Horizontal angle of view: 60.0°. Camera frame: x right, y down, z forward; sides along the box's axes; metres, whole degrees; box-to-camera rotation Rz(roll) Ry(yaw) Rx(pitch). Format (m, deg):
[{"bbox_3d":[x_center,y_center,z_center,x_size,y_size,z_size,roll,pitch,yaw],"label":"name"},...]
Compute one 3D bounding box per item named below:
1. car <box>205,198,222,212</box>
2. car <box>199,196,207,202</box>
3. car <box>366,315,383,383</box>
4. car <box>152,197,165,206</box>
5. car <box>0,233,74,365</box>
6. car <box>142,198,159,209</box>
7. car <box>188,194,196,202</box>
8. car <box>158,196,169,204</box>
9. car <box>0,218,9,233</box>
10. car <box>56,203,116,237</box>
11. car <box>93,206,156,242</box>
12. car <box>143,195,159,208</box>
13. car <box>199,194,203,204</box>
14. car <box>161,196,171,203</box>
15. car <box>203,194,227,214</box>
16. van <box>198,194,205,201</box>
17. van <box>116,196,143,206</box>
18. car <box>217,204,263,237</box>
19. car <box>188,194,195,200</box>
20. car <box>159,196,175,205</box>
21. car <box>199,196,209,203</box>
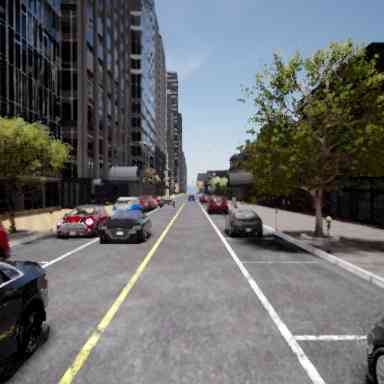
[{"bbox_3d":[2.642,1.555,40.977,1.752,1.417,4.829,-1,0,0],"label":"car"},{"bbox_3d":[2.607,1.640,79.548,1.802,1.307,4.206,-1,0,0],"label":"car"},{"bbox_3d":[2.808,1.550,2.065,2.008,1.369,4.403,-1,0,0],"label":"car"},{"bbox_3d":[-5.753,1.594,57.413,1.887,1.381,4.507,-1,0,0],"label":"car"},{"bbox_3d":[-3.102,1.497,3.194,2.128,1.511,4.902,0,0,0],"label":"car"},{"bbox_3d":[-5.743,1.566,46.174,1.752,1.417,4.829,-1,0,0],"label":"car"},{"bbox_3d":[-0.073,1.524,80.796,1.882,1.535,5.008,0,0,0],"label":"car"},{"bbox_3d":[-5.764,1.583,68.313,1.752,1.417,4.829,-1,0,0],"label":"car"},{"bbox_3d":[-5.812,1.326,6.873,2.192,1.841,5.009,-1,0,0],"label":"car"},{"bbox_3d":[-5.730,1.460,17.942,1.967,1.590,4.097,-1,0,0],"label":"car"},{"bbox_3d":[-3.098,1.580,16.229,1.994,1.385,4.181,0,0,0],"label":"car"},{"bbox_3d":[-5.741,1.352,40.809,2.192,1.841,5.009,-1,0,0],"label":"car"},{"bbox_3d":[2.618,1.361,62.945,2.192,1.841,5.009,-1,0,0],"label":"car"},{"bbox_3d":[-5.769,1.587,73.848,1.752,1.417,4.829,-1,0,0],"label":"car"},{"bbox_3d":[2.644,1.340,35.272,2.192,1.841,5.009,-1,0,0],"label":"car"},{"bbox_3d":[2.593,1.407,90.617,1.690,1.788,3.998,-1,0,0],"label":"van"},{"bbox_3d":[-5.731,1.370,29.740,1.690,1.788,3.998,-1,0,0],"label":"van"},{"bbox_3d":[2.675,1.563,17.933,2.008,1.369,4.403,-1,0,0],"label":"car"},{"bbox_3d":[-0.083,1.375,91.081,1.882,1.535,5.008,0,0,0],"label":"car"},{"bbox_3d":[-3.038,1.242,41.669,1.994,1.385,4.181,0,0,0],"label":"car"},{"bbox_3d":[2.612,1.620,74.014,1.947,1.339,4.313,-1,0,0],"label":"car"}]
